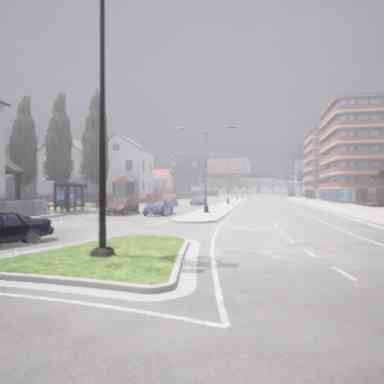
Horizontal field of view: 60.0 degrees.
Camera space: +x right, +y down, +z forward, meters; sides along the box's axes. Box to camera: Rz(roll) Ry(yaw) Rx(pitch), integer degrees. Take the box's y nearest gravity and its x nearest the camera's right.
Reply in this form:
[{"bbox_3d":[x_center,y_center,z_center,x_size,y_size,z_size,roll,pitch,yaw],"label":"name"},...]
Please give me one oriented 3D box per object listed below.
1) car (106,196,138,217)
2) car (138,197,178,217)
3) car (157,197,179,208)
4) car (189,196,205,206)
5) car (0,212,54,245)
[{"bbox_3d":[-6.444,1.243,30.446,2.097,1.767,4.553,0,0,11],"label":"car"},{"bbox_3d":[-2.957,1.419,29.991,1.812,1.442,4.674,0,0,11],"label":"car"},{"bbox_3d":[-3.313,1.399,46.306,1.994,1.385,4.181,0,0,11],"label":"car"},{"bbox_3d":[0.900,1.350,49.535,1.812,1.442,4.674,0,0,12],"label":"car"},{"bbox_3d":[-8.065,1.499,13.079,2.033,1.411,5.357,0,0,26],"label":"car"}]
